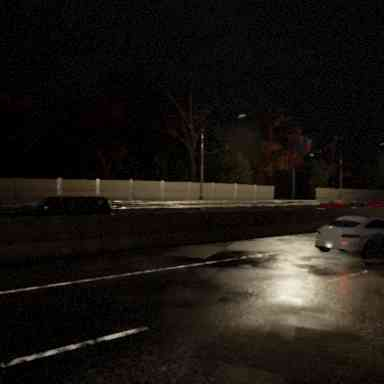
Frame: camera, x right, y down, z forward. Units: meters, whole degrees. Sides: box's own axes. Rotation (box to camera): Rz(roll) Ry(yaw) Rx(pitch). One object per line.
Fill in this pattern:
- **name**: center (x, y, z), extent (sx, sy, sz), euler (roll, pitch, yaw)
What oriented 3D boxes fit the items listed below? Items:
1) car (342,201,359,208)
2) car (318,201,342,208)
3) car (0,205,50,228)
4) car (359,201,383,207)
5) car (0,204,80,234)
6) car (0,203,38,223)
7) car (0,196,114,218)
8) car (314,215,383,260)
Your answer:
- **car**: center (23.580, 1.996, 46.920), extent (4.181, 1.385, 1.994), euler (1, 0, -35)
- **car**: center (20.777, 2.010, 49.216), extent (4.718, 1.301, 1.895), euler (1, 0, -35)
- **car**: center (-11.880, 1.542, 21.345), extent (4.718, 1.301, 1.895), euler (1, 0, -36)
- **car**: center (24.274, 1.903, 43.120), extent (5.008, 1.535, 1.882), euler (1, 0, -36)
- **car**: center (-9.081, 1.490, 19.063), extent (4.674, 1.442, 1.812), euler (1, 0, -36)
- **car**: center (-13.924, 1.529, 24.186), extent (4.718, 1.301, 1.895), euler (1, 0, -36)
- **car**: center (-6.626, 1.204, 16.503), extent (5.566, 2.045, 2.150), euler (1, 0, -36)
- **car**: center (6.626, 1.642, 12.876), extent (4.674, 1.442, 1.812), euler (1, 0, -36)
